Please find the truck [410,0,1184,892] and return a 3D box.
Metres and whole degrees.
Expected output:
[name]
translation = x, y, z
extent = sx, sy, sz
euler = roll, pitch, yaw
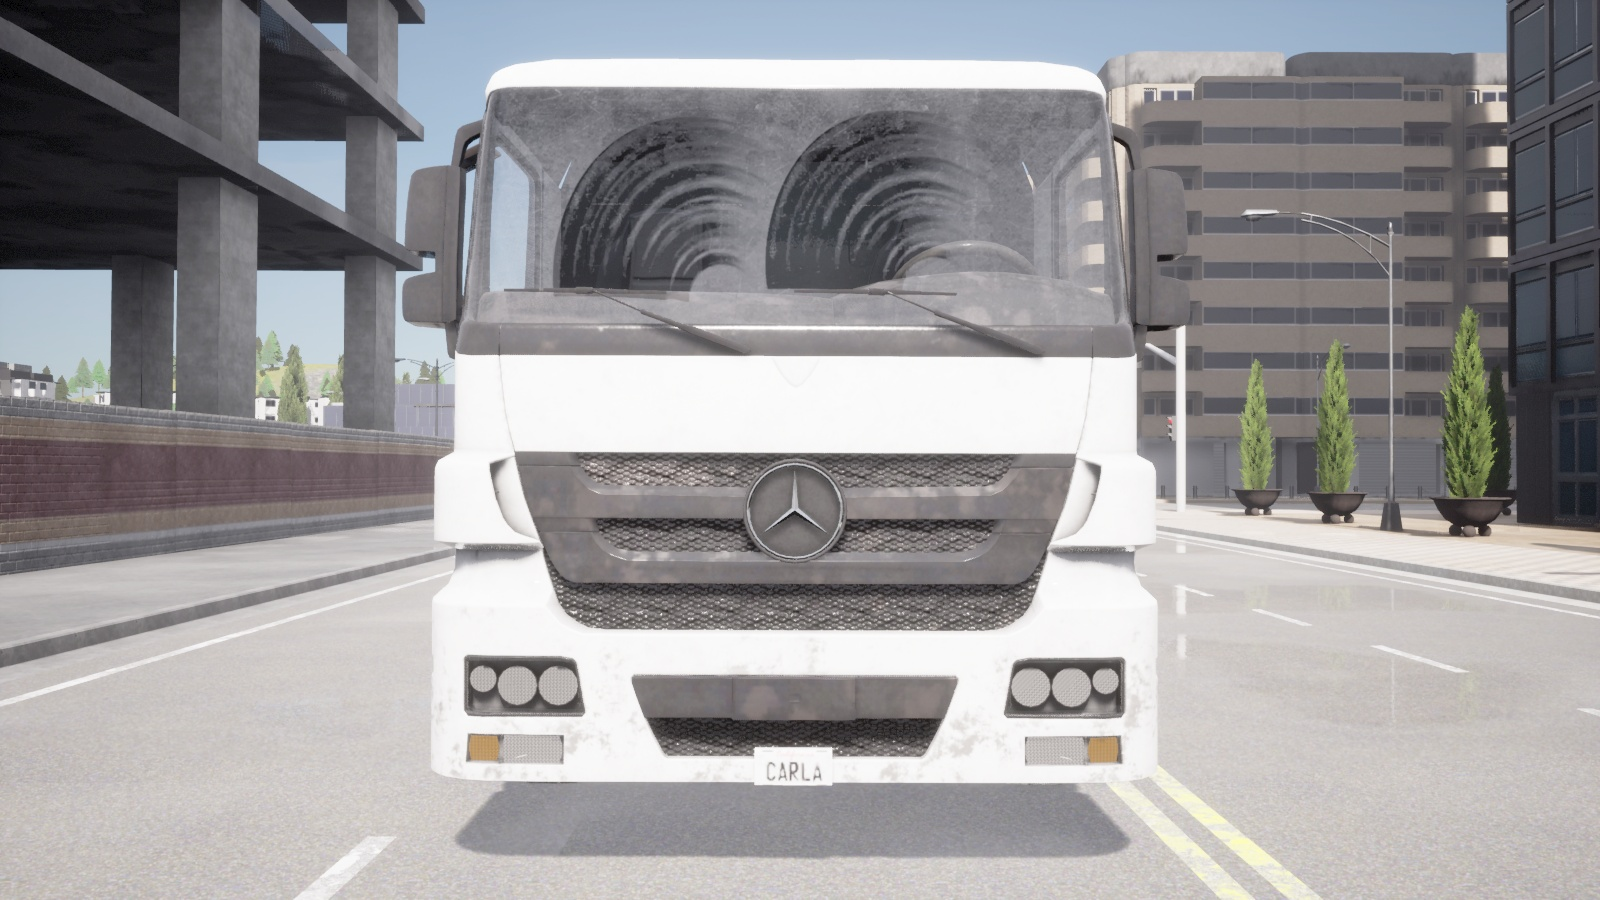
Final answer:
[truck]
translation = -0.027, -0.022, 8.684
extent = 2.891, 3.462, 7.936
euler = 0, -1, 0
